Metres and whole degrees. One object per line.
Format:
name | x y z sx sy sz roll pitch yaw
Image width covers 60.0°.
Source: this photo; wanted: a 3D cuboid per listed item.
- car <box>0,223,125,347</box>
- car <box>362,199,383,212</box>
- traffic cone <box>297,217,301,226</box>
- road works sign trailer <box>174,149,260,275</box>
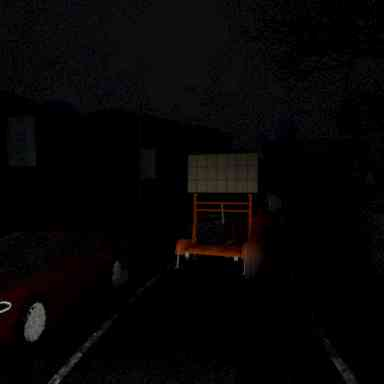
car | -2.941 1.466 6.594 1.882 1.535 5.008 0 0 9
car | 23.124 1.657 41.104 4.674 1.442 1.812 1 1 -27
traffic cone | 7.174 1.984 22.226 0.340 0.580 0.340 1 0 21
road works sign trailer | 1.011 0.462 10.685 2.380 3.560 2.880 0 0 21
